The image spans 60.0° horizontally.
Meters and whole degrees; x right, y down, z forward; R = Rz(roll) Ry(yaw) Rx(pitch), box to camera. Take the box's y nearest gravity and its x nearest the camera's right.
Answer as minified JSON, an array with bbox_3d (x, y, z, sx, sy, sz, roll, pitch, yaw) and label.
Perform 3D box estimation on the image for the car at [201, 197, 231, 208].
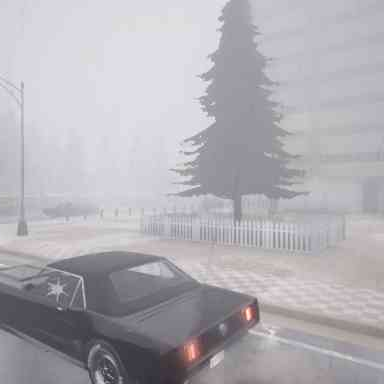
[{"bbox_3d":[3.259,1.504,48.375,1.837,1.490,4.892,0,0,36],"label":"car"}]

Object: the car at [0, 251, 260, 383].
[{"bbox_3d":[-1.510,1.601,5.084,4.718,1.301,1.895,0,0,36],"label":"car"}]

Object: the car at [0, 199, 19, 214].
[{"bbox_3d":[-20.395,1.478,33.861,1.882,1.535,5.008,0,0,36],"label":"car"}]

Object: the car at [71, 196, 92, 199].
[{"bbox_3d":[-14.499,1.352,42.037,2.097,1.767,4.553,0,0,36],"label":"car"}]

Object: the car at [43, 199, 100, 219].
[{"bbox_3d":[-10.447,1.601,29.367,1.895,1.301,4.718,0,0,36],"label":"car"}]

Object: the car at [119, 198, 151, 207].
[{"bbox_3d":[-8.489,1.547,50.365,2.033,1.411,5.357,0,0,36],"label":"car"}]

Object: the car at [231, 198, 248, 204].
[{"bbox_3d":[8.711,1.352,61.927,2.097,1.767,4.553,0,0,36],"label":"car"}]
